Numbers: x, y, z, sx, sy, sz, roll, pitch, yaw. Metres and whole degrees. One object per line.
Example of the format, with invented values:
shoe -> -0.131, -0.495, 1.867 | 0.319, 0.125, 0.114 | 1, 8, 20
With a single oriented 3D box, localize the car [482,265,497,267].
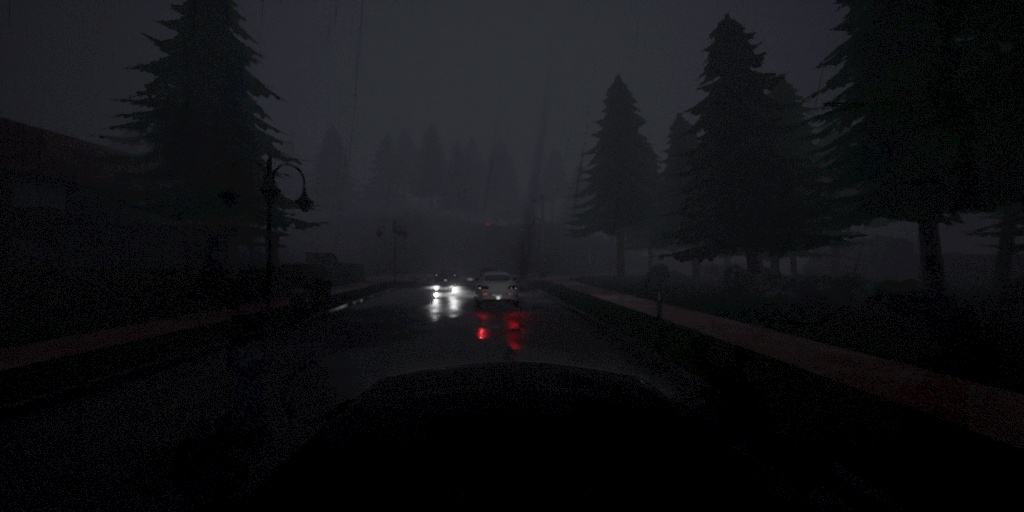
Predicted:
car -> -1.973, 1.540, 31.293 | 1.837, 1.490, 4.892 | 0, 0, -5

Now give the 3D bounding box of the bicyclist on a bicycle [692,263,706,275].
bicyclist on a bicycle -> 19.345, 1.253, 37.463 | 0.582, 1.620, 1.656 | 7, 0, -4

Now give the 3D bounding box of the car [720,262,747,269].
car -> 27.789, 1.511, 45.769 | 4.902, 1.511, 2.128 | 0, -1, -5

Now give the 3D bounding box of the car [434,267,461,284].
car -> -5.397, 1.627, 30.338 | 1.895, 1.301, 4.718 | 0, -1, -5

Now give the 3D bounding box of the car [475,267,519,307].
car -> -0.718, 1.416, 16.412 | 1.812, 1.442, 4.674 | 0, 0, -5

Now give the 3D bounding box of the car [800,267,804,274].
car -> 37.411, 1.704, 42.757 | 4.892, 1.490, 1.837 | 0, -1, 16
